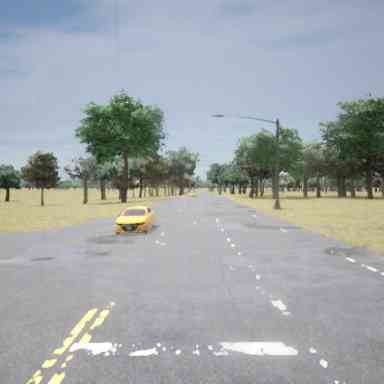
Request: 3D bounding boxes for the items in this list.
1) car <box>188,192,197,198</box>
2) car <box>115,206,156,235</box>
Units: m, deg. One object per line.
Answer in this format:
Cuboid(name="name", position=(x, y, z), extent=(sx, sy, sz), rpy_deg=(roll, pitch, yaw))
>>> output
Cuboid(name="car", position=(0.101, 0.744, 88.428), extent=(1.882, 1.535, 5.008), rpy_deg=(0, 0, 9))
Cuboid(name="car", position=(-3.407, 1.653, 20.671), extent=(1.882, 1.535, 5.008), rpy_deg=(-1, 1, 1))
